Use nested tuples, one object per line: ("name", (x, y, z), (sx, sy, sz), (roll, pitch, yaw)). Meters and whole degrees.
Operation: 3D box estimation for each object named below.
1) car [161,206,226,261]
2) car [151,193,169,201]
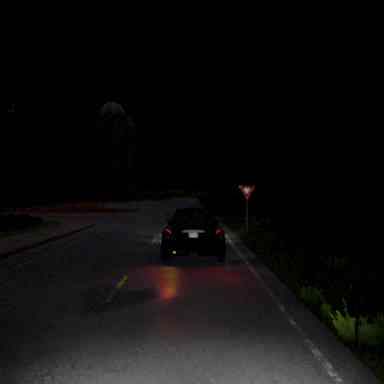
("car", (0.059, 1.364, 12.449), (2.097, 1.767, 4.553), (0, 0, 0))
("car", (-9.078, 1.633, 91.483), (4.181, 1.381, 1.994), (0, 0, -1))
